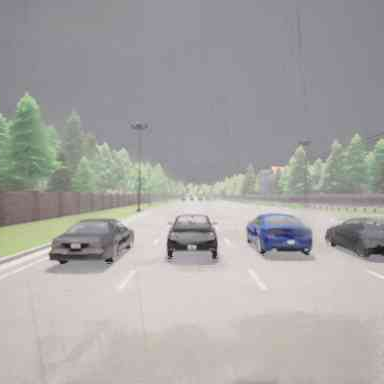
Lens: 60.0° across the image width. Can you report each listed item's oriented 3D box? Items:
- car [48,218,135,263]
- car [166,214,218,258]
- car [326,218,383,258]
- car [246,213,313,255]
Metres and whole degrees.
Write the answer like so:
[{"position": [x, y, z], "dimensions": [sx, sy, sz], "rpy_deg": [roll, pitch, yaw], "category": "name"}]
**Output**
[{"position": [-3.486, 1.691, 12.499], "dimensions": [2.033, 1.411, 5.357], "rpy_deg": [0, -1, 0], "category": "car"}, {"position": [0.022, 1.647, 13.464], "dimensions": [2.128, 1.511, 4.902], "rpy_deg": [0, -1, 0], "category": "car"}, {"position": [7.020, 1.718, 13.406], "dimensions": [1.994, 1.385, 4.181], "rpy_deg": [0, -1, 1], "category": "car"}, {"position": [3.529, 1.640, 14.211], "dimensions": [1.882, 1.535, 5.008], "rpy_deg": [0, 0, 0], "category": "car"}]
